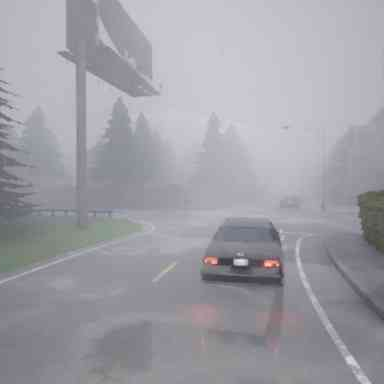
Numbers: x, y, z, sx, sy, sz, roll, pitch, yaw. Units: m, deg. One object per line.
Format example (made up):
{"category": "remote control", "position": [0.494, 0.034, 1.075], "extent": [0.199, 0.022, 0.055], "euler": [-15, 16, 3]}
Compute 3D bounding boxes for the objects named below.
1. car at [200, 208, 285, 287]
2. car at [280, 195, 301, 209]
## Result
{"category": "car", "position": [1.497, 1.397, 9.040], "extent": [2.033, 1.411, 5.357], "euler": [0, 1, 12]}
{"category": "car", "position": [10.356, 0.986, 34.967], "extent": [1.994, 1.385, 4.181], "euler": [0, 1, 20]}
